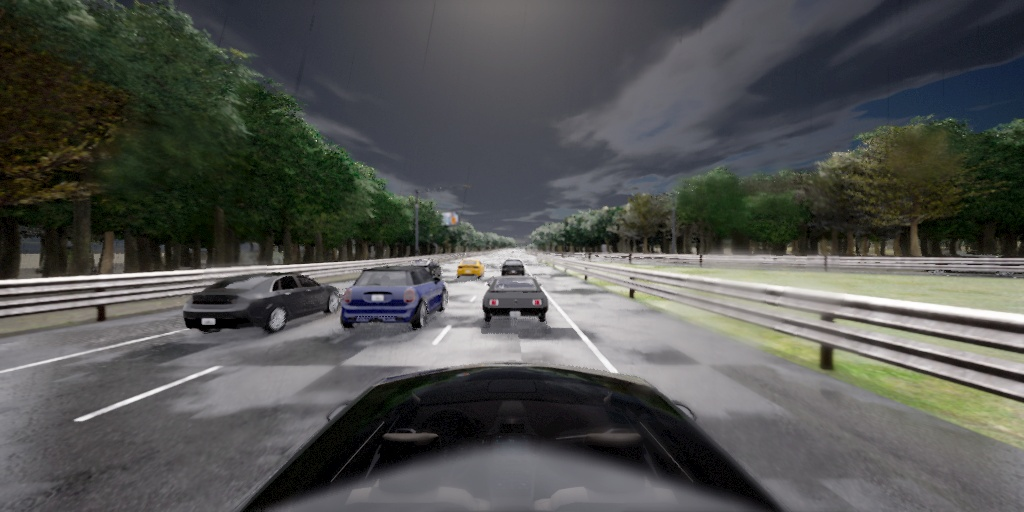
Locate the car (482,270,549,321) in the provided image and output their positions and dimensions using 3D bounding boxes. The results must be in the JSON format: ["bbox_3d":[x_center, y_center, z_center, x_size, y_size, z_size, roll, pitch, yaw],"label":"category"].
[{"bbox_3d":[0.092,1.318,12.262,1.895,1.301,4.718,0,0,0],"label":"car"}]

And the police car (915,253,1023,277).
[{"bbox_3d":[33.637,0.621,26.419,1.930,1.638,5.238,0,1,-42],"label":"police car"}]

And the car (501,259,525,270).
[{"bbox_3d":[0.095,1.008,30.178,1.882,1.535,5.008,0,1,0],"label":"car"}]

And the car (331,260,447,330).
[{"bbox_3d":[-3.403,1.073,11.216,2.097,1.767,4.553,0,0,0],"label":"car"}]

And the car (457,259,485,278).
[{"bbox_3d":[-3.404,1.008,30.189,1.882,1.535,5.008,0,1,0],"label":"car"}]

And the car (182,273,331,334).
[{"bbox_3d":[-6.900,1.230,10.574,1.837,1.490,4.892,0,0,0],"label":"car"}]

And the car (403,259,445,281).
[{"bbox_3d":[-6.903,1.046,28.602,2.128,1.511,4.902,0,1,0],"label":"car"}]
